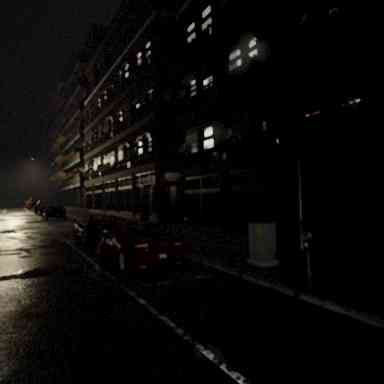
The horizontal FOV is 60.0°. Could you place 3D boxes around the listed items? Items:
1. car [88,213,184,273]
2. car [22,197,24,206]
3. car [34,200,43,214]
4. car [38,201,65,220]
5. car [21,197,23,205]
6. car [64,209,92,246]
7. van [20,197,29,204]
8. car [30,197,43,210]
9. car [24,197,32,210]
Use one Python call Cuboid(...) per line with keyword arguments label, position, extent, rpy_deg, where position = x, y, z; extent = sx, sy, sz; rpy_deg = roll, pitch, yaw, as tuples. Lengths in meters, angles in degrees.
Cuboid(label="car", position=(-1.859, 1.611, 10.941), extent=(1.887, 1.381, 4.507), rpy_deg=(2, -1, -29))
Cuboid(label="car", position=(-28.660, 1.948, 59.324), extent=(1.967, 1.590, 4.097), rpy_deg=(1, -1, -29))
Cuboid(label="car", position=(-15.244, 1.812, 35.139), extent=(1.887, 1.381, 4.507), rpy_deg=(1, -1, -29))
Cuboid(label="car", position=(-12.567, 1.768, 30.300), extent=(1.887, 1.381, 4.507), rpy_deg=(1, -1, -29))
Cuboid(label="car", position=(-34.016, 2.199, 69.001), extent=(1.802, 1.307, 4.206), rpy_deg=(1, -1, -29))
Cuboid(label="car", position=(-4.537, 1.654, 15.781), extent=(2.008, 1.369, 4.403), rpy_deg=(2, -1, -29))
Cuboid(label="van", position=(-42.046, 2.136, 83.525), extent=(1.690, 1.788, 3.998), rpy_deg=(1, -1, -29))
Cuboid(label="car", position=(-17.914, 1.753, 39.985), extent=(1.967, 1.590, 4.097), rpy_deg=(1, -1, -29))
Cuboid(label="car", position=(-23.302, 1.722, 49.646), extent=(2.192, 1.841, 5.009), rpy_deg=(1, -1, -29))
